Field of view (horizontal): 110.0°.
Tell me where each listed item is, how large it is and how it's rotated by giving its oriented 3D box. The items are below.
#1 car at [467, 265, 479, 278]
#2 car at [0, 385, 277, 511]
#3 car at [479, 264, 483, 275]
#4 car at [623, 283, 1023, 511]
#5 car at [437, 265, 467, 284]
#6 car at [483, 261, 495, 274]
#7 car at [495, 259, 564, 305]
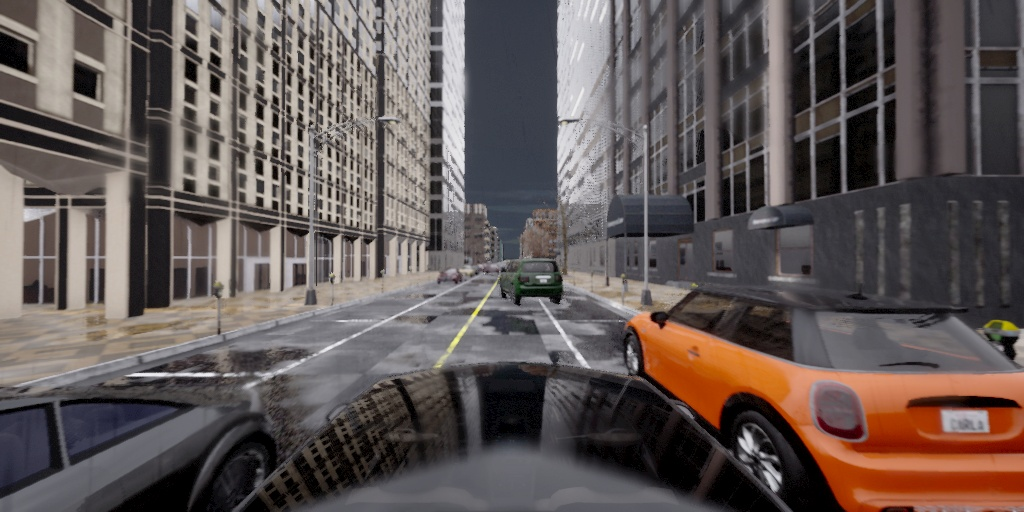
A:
[{"bbox_3d":[-5.299,1.774,41.903,1.751,1.417,4.829,0,0,0],"label":"car"},{"bbox_3d":[-2.851,1.306,1.122,1.994,1.385,4.181,0,-1,0],"label":"car"},{"bbox_3d":[-5.297,1.882,47.620,1.948,1.339,4.313,0,0,0],"label":"car"},{"bbox_3d":[2.988,1.137,4.488,2.097,1.767,4.553,0,-1,0],"label":"car"},{"bbox_3d":[-5.304,1.695,30.979,1.802,1.307,4.207,0,0,0],"label":"car"},{"bbox_3d":[-2.802,1.898,52.222,1.812,1.442,4.674,0,-1,0],"label":"car"},{"bbox_3d":[0.789,1.170,17.592,2.150,2.045,5.566,0,-1,-11],"label":"car"}]
